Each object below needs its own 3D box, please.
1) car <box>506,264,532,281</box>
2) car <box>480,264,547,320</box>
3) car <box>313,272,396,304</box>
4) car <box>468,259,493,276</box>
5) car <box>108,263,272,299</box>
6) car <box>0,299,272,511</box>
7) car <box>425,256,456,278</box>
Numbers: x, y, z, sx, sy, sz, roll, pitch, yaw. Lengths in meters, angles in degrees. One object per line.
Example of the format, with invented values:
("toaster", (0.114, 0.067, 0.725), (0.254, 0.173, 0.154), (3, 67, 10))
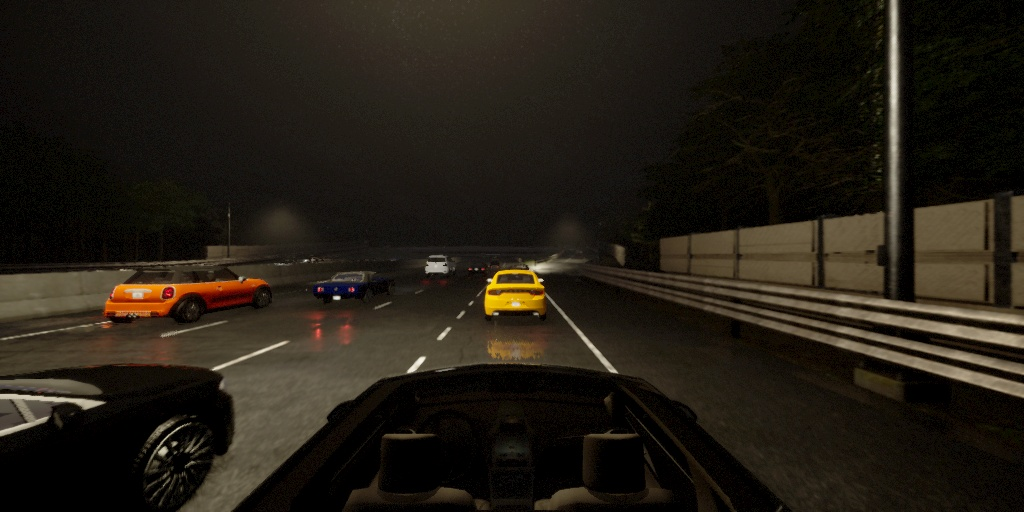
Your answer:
("car", (0.696, 1.361, 31.067), (1.895, 1.301, 4.718), (0, 0, 6))
("car", (0.117, 1.231, 12.729), (1.882, 1.535, 5.008), (0, 0, 0))
("car", (-6.873, 1.355, 16.310), (1.895, 1.301, 4.718), (0, 0, 0))
("car", (-3.404, 1.310, 37.069), (2.033, 1.411, 5.357), (0, 0, 0))
("car", (-10.383, 1.104, 12.080), (2.097, 1.767, 4.553), (0, 0, 0))
("car", (-3.499, 1.241, 1.344), (2.128, 1.511, 4.902), (0, 0, 0))
("car", (-6.811, 0.982, 34.741), (2.150, 2.045, 5.566), (0, 0, 0))
